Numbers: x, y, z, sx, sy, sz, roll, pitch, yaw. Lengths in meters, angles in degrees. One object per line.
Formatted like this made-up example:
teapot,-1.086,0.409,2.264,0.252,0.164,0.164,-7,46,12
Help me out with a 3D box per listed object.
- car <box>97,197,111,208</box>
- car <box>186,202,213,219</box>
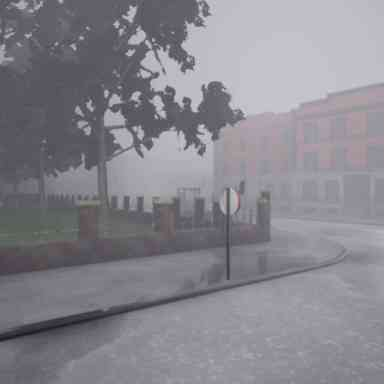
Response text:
car,-12.554,1.495,46.530,1.837,1.490,4.892,0,-1,-35
car,1.307,1.514,27.033,1.812,1.442,4.674,0,0,-36
